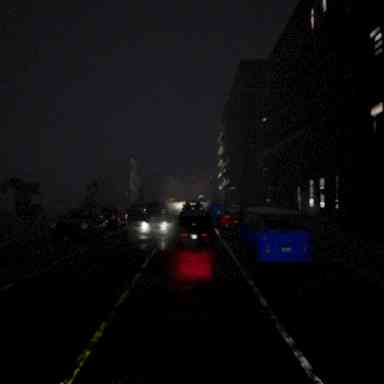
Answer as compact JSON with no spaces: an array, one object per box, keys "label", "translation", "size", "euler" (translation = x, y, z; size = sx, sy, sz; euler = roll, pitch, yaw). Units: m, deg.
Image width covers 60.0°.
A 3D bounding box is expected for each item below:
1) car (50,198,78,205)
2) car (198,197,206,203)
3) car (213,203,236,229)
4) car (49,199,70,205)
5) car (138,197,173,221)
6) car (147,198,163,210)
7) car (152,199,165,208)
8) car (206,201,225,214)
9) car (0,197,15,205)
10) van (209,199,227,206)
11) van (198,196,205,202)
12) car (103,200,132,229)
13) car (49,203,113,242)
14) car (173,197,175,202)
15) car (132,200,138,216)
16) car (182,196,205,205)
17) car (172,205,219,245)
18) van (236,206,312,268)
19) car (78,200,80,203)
[{"label":"car","translation":[-26.377,1.948,68.263],"size":[4.097,1.590,1.967],"euler":[0,-1,1]},{"label":"car","translation":[2.702,2.122,89.015],"size":[2.008,1.369,4.403],"euler":[1,0,0]},{"label":"car","translation":[2.701,1.711,22.655],"size":[1.887,1.381,4.507],"euler":[1,0,0]},{"label":"car","translation":[-30.678,2.289,76.957],"size":[4.206,1.307,1.802],"euler":[0,-1,1]},{"label":"car","translation":[-3.099,1.561,28.986],"size":[2.097,1.767,4.553],"euler":[0,0,0]},{"label":"car","translation":[-5.645,1.790,50.851],"size":[1.967,1.590,4.097],"euler":[1,0,0]},{"label":"car","translation":[-5.646,1.930,56.496],"size":[1.887,1.381,4.507],"euler":[1,0,0]},{"label":"car","translation":[2.701,1.845,39.591],"size":[1.947,1.339,4.313],"euler":[1,0,0]},{"label":"car","translation":[-42.913,2.080,77.084],"size":[5.009,1.841,2.192],"euler":[0,-1,1]},{"label":"van","translation":[2.704,1.583,33.947],"size":[1.690,1.788,3.998],"euler":[1,0,0]},{"label":"van","translation":[2.704,1.942,94.596],"size":[1.690,1.788,3.998],"euler":[1,0,0]},{"label":"car","translation":[-5.645,1.606,22.623],"size":[1.967,1.590,4.097],"euler":[1,0,0]},{"label":"car","translation":[-5.651,1.566,16.976],"size":[1.967,1.590,4.097],"euler":[1,0,0]},{"label":"car","translation":[-5.679,2.182,94.559],"size":[1.802,1.307,4.206],"euler":[1,0,0]},{"label":"car","translation":[-5.646,1.787,33.913],"size":[1.887,1.381,4.507],"euler":[1,0,0]},{"label":"car","translation":[0.097,1.588,32.993],"size":[2.097,1.767,4.553],"euler":[0,0,0]},{"label":"car","translation":[0.096,1.626,16.276],"size":[1.837,1.490,4.892],"euler":[0,0,0]},{"label":"van","translation":[2.704,1.427,11.362],"size":[1.690,1.788,3.998],"euler":[1,0,0]},{"label":"car","translation":[-25.199,2.247,76.883],"size":[4.313,1.339,1.947],"euler":[0,-1,1]}]
